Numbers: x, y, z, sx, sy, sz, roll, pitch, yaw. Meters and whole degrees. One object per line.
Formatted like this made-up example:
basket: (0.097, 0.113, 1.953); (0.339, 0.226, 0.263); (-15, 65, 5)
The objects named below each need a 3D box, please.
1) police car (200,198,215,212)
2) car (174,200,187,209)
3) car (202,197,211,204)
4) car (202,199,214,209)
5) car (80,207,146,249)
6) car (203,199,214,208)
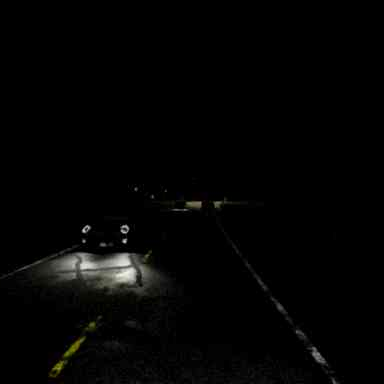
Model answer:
police car: (2.214, 1.914, 46.790); (1.930, 1.638, 5.238); (0, -1, 3)
car: (-1.885, 2.123, 55.880); (2.033, 1.411, 5.357); (0, -1, 4)
car: (3.608, 2.111, 82.379); (1.882, 1.535, 5.008); (0, -1, 5)
car: (2.768, 2.042, 56.825); (1.801, 1.575, 5.366); (0, -1, 3)
car: (-3.459, 1.516, 15.315); (2.097, 1.767, 4.553); (0, -1, 1)
car: (3.135, 2.118, 62.605); (1.882, 1.535, 5.008); (0, -1, 4)
